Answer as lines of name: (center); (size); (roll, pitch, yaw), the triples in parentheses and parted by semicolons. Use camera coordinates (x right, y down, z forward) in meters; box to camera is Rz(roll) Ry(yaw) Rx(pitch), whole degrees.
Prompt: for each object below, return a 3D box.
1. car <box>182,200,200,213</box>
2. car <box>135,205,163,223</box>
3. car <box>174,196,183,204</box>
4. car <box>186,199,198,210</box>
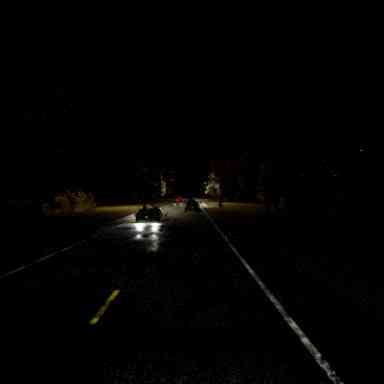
car: (0.053, 1.960, 43.629); (1.994, 1.385, 4.181); (0, -1, 0)
car: (-3.622, 1.825, 28.482); (1.994, 1.385, 4.181); (0, -1, 0)
car: (-3.595, 2.018, 87.347); (2.150, 2.045, 5.566); (0, -1, 0)
car: (-0.056, 1.994, 53.812); (1.837, 1.490, 4.892); (0, 0, 0)
